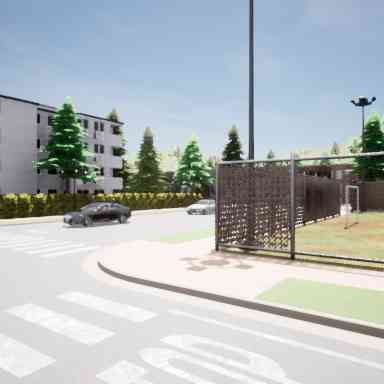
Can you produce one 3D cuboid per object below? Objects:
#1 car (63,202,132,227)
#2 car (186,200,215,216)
[{"bbox_3d":[-6.280,1.474,22.525,2.128,1.511,4.902,0,0,36],"label":"car"},{"bbox_3d":[1.314,1.509,33.277,1.812,1.442,4.674,0,1,34],"label":"car"}]
